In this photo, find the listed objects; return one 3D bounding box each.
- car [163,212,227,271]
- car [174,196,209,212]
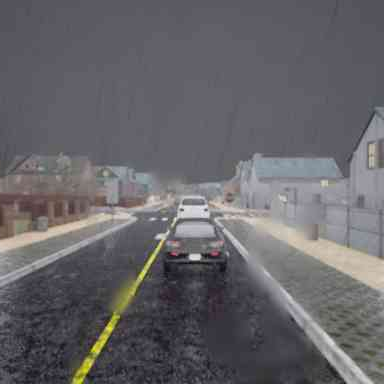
[{"bbox_3d":[0.100,1.573,10.990,1.812,1.442,4.674,0,-1,1],"label":"car"},{"bbox_3d":[0.027,1.322,23.915,2.150,2.045,5.566,0,0,-2],"label":"car"}]
